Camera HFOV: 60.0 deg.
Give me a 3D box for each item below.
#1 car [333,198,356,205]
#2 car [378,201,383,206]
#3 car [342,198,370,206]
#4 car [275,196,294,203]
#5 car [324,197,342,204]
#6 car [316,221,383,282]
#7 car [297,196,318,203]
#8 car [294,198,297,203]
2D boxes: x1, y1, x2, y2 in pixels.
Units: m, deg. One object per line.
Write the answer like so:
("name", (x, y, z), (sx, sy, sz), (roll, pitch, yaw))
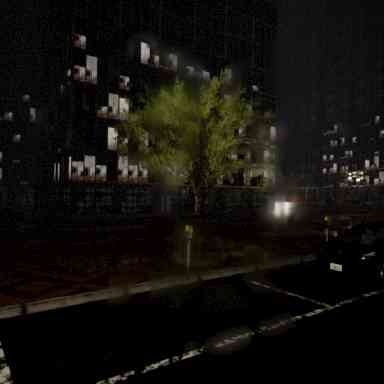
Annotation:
("car", (33.151, 1.985, 72.514), (2.008, 1.369, 4.403), (1, -1, -20))
("car", (36.946, 1.890, 62.170), (1.752, 1.417, 4.829), (1, -1, -20))
("car", (29.613, 1.764, 59.282), (2.008, 1.369, 4.403), (1, -1, -20))
("car", (21.910, 1.795, 80.283), (1.967, 1.590, 4.097), (1, -1, -20))
("car", (27.688, 1.689, 64.534), (1.967, 1.590, 4.097), (1, -1, -20))
("car", (5.544, 1.574, 9.810), (4.313, 1.339, 1.947), (0, 1, -34))
("car", (29.300, 1.821, 83.021), (2.192, 1.841, 5.009), (1, -1, -20))
("car", (27.369, 2.123, 88.270), (1.802, 1.307, 4.206), (1, -1, -20))
